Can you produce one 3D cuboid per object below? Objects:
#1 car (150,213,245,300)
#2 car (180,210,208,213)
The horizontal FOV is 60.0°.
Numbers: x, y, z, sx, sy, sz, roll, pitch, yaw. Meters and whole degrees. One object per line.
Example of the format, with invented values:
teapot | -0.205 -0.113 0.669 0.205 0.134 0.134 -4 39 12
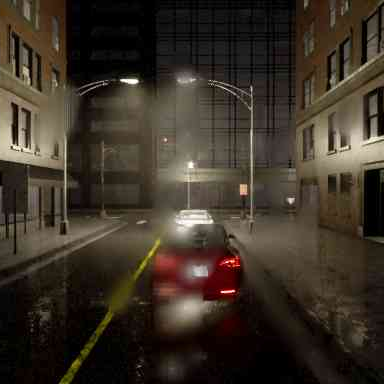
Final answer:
car | 0.107 1.504 8.448 2.163 1.488 4.792 0 0 0
car | 0.096 1.603 17.464 1.895 1.301 4.718 0 0 0
